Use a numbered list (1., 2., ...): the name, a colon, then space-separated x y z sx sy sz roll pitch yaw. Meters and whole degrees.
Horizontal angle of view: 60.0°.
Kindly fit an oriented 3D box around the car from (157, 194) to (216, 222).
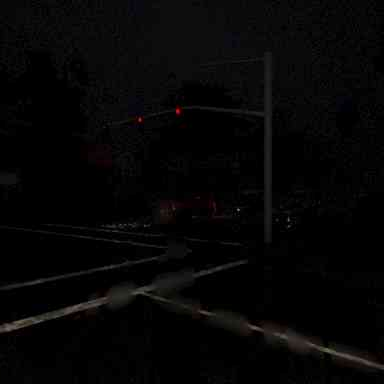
1. car: -0.337 1.221 27.008 2.150 2.045 5.566 0 0 41

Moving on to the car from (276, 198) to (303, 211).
1. car: 12.272 1.526 41.512 1.812 1.442 4.674 0 0 41

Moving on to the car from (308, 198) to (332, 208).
1. car: 18.905 1.601 49.120 1.895 1.301 4.718 0 0 41

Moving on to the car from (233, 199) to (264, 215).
1. car: 6.173 1.491 34.493 2.128 1.511 4.902 0 0 41
